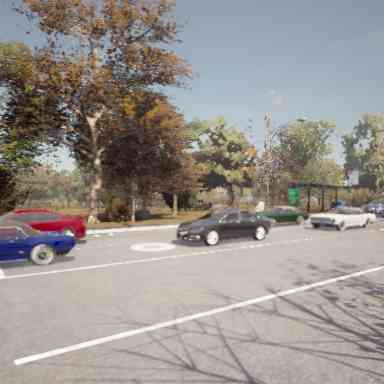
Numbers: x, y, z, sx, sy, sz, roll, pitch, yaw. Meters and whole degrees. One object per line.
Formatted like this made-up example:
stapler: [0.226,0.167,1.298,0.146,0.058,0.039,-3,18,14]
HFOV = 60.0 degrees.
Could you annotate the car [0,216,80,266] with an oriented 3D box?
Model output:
car: [-6.152,1.588,10.050,4.718,1.301,1.895,1,0,-35]

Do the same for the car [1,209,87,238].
car: [-6.941,1.470,13.776,5.008,1.535,1.882,1,0,-35]

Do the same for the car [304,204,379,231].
car: [9.595,1.651,21.175,4.718,1.301,1.895,0,0,-35]

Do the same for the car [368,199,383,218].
car: [17.841,1.416,31.227,4.553,1.767,2.097,0,0,-35]

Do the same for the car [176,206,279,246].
car: [1.566,1.538,15.506,4.892,1.490,1.837,0,0,-35]

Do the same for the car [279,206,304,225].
car: [5.858,1.642,22.817,4.718,1.301,1.895,0,0,-35]
